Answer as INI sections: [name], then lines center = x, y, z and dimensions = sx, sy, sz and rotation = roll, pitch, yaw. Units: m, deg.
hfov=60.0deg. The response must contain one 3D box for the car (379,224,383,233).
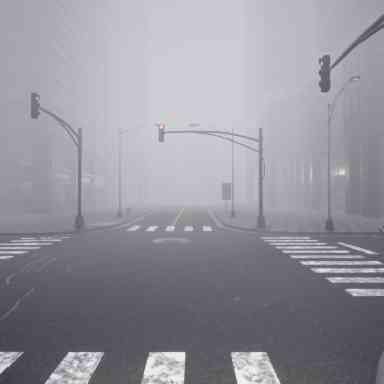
[car]
center = 11.760, 1.564, 16.189
dimensions = 4.829, 1.417, 1.752
rotation = 0, -1, 0
